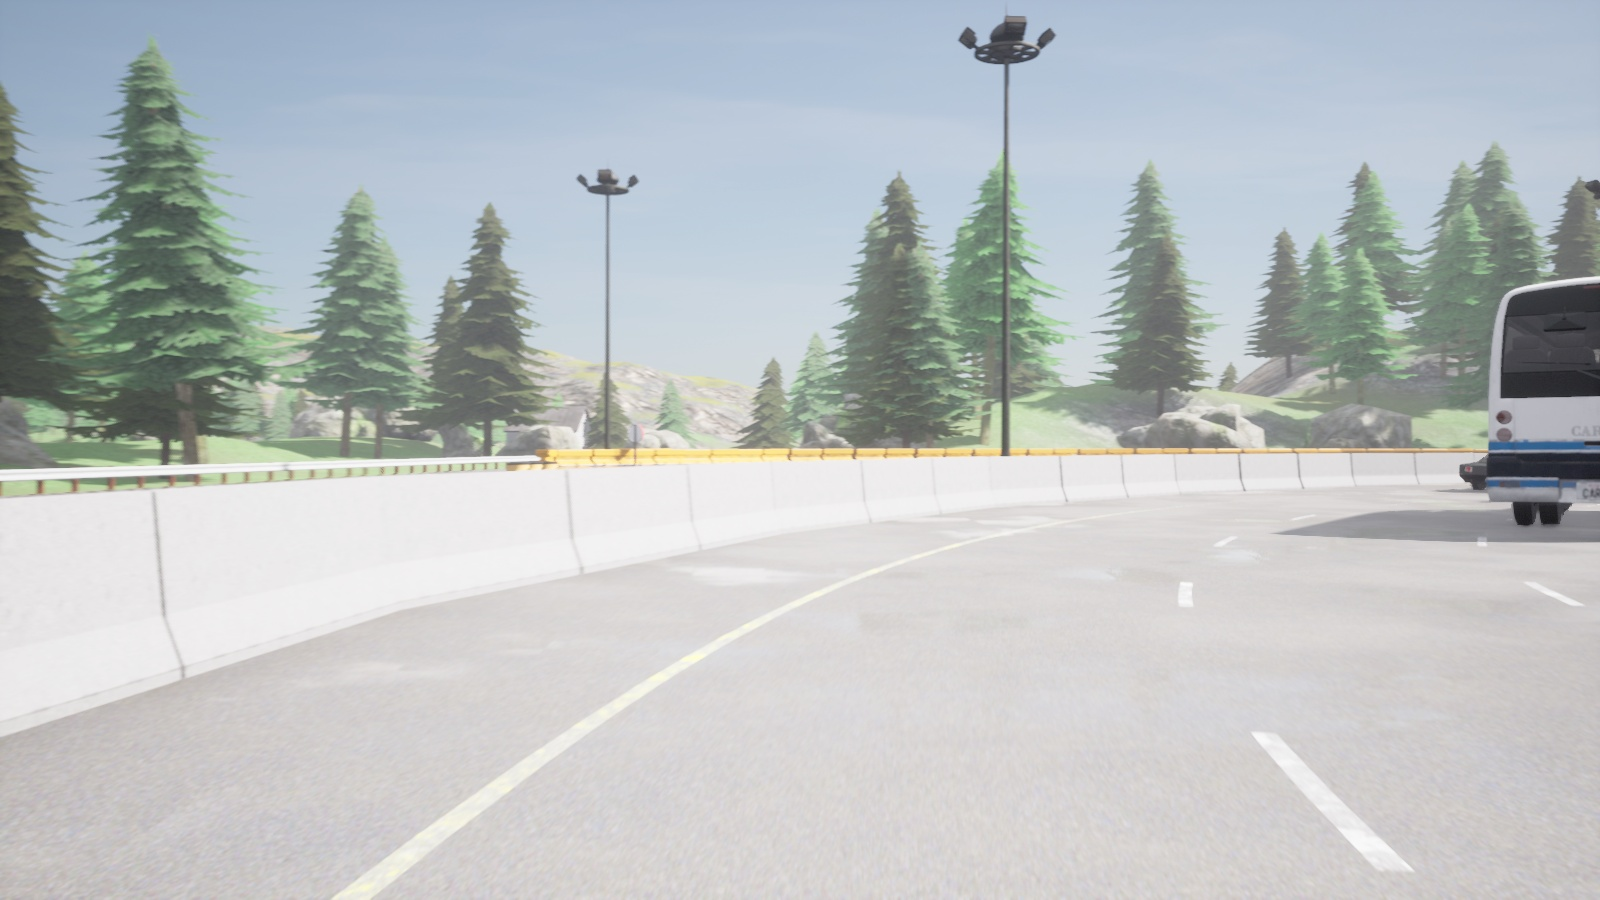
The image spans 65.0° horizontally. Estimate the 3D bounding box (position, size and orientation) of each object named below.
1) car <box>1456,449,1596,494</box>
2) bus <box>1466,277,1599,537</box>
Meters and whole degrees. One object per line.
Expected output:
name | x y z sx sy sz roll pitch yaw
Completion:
car | 23.206 0.655 40.090 4.718 1.301 1.895 -1 0 -32
bus | 16.115 -0.706 24.663 3.944 4.253 10.273 0 0 36
